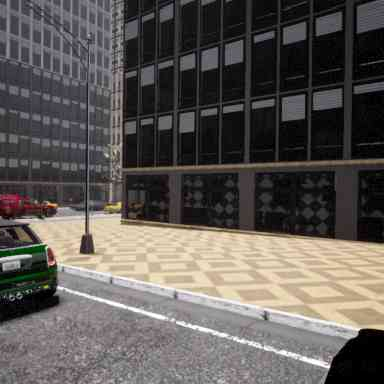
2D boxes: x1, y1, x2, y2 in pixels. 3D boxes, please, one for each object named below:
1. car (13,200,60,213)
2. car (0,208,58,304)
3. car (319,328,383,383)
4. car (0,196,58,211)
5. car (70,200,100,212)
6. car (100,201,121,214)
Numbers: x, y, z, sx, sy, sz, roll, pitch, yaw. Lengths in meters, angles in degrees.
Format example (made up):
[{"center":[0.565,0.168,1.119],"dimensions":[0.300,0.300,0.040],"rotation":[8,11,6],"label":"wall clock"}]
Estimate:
[{"center":[-18.393,1.643,39.519],"dimensions":[1.752,1.417,4.829],"rotation":[1,0,37],"label":"car"},{"center":[-4.984,1.348,7.248],"dimensions":[4.553,1.767,2.097],"rotation":[0,0,36],"label":"car"},{"center":[3.014,1.601,1.530],"dimensions":[4.718,1.301,1.895],"rotation":[0,0,36],"label":"car"},{"center":[-14.912,1.519,30.138],"dimensions":[2.192,1.841,5.009],"rotation":[1,0,37],"label":"car"},{"center":[-12.839,1.758,42.648],"dimensions":[2.033,1.411,5.357],"rotation":[1,0,37],"label":"car"},{"center":[-8.098,1.830,39.338],"dimensions":[1.752,1.417,4.829],"rotation":[1,0,37],"label":"car"}]
